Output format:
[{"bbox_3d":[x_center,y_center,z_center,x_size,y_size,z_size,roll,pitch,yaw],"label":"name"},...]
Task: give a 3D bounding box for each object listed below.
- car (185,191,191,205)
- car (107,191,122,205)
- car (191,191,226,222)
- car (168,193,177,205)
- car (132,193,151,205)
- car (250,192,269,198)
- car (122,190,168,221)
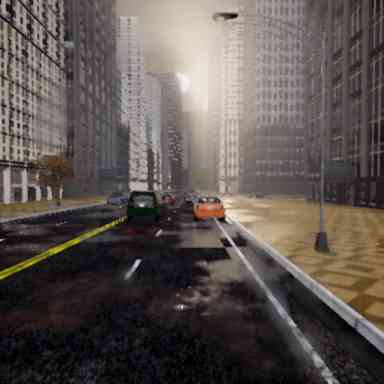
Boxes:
[{"bbox_3d":[0.025,0.927,44.296,2.033,1.411,5.357,0,1,0],"label":"car"},{"bbox_3d":[-9.811,0.736,44.071,2.097,1.767,4.553,0,1,0],"label":"car"},{"bbox_3d":[1.140,1.022,23.359,2.097,1.767,4.553,0,1,0],"label":"car"},{"bbox_3d":[-3.143,0.911,43.844,1.812,1.442,4.674,0,1,0],"label":"car"},{"bbox_3d":[-6.562,0.913,43.762,1.812,1.442,4.674,0,1,0],"label":"car"},{"bbox_3d":[15.934,0.722,78.884,4.403,1.369,2.008,1,1,-1],"label":"car"},{"bbox_3d":[-3.148,0.891,23.511,2.150,2.045,5.566,0,1,0],"label":"car"}]
